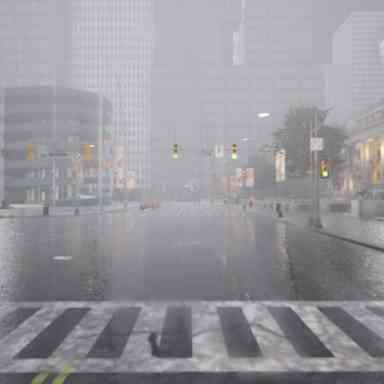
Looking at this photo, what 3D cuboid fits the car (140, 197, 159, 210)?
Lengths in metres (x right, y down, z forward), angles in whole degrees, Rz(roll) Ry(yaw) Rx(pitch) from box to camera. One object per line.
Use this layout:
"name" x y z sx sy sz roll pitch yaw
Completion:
"car" -7.076 1.909 54.186 2.150 2.045 5.566 0 -1 0

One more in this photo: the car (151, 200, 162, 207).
"car" -7.914 2.489 73.835 1.994 1.385 4.181 0 -1 -10

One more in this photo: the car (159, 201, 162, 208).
"car" -7.078 2.302 63.887 2.128 1.511 4.902 0 -1 0
